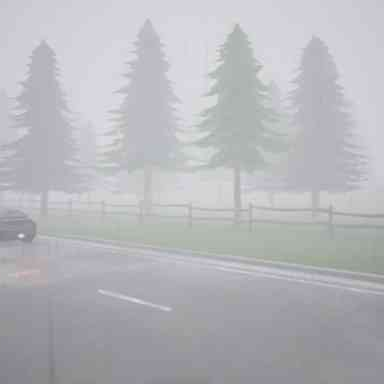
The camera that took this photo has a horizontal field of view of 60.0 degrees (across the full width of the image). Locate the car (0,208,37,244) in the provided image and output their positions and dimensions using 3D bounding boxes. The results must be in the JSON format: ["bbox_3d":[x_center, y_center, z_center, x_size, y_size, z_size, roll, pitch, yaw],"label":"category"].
[{"bbox_3d":[-8.674,1.467,14.468,4.892,1.490,1.837,0,0,36],"label":"car"}]
